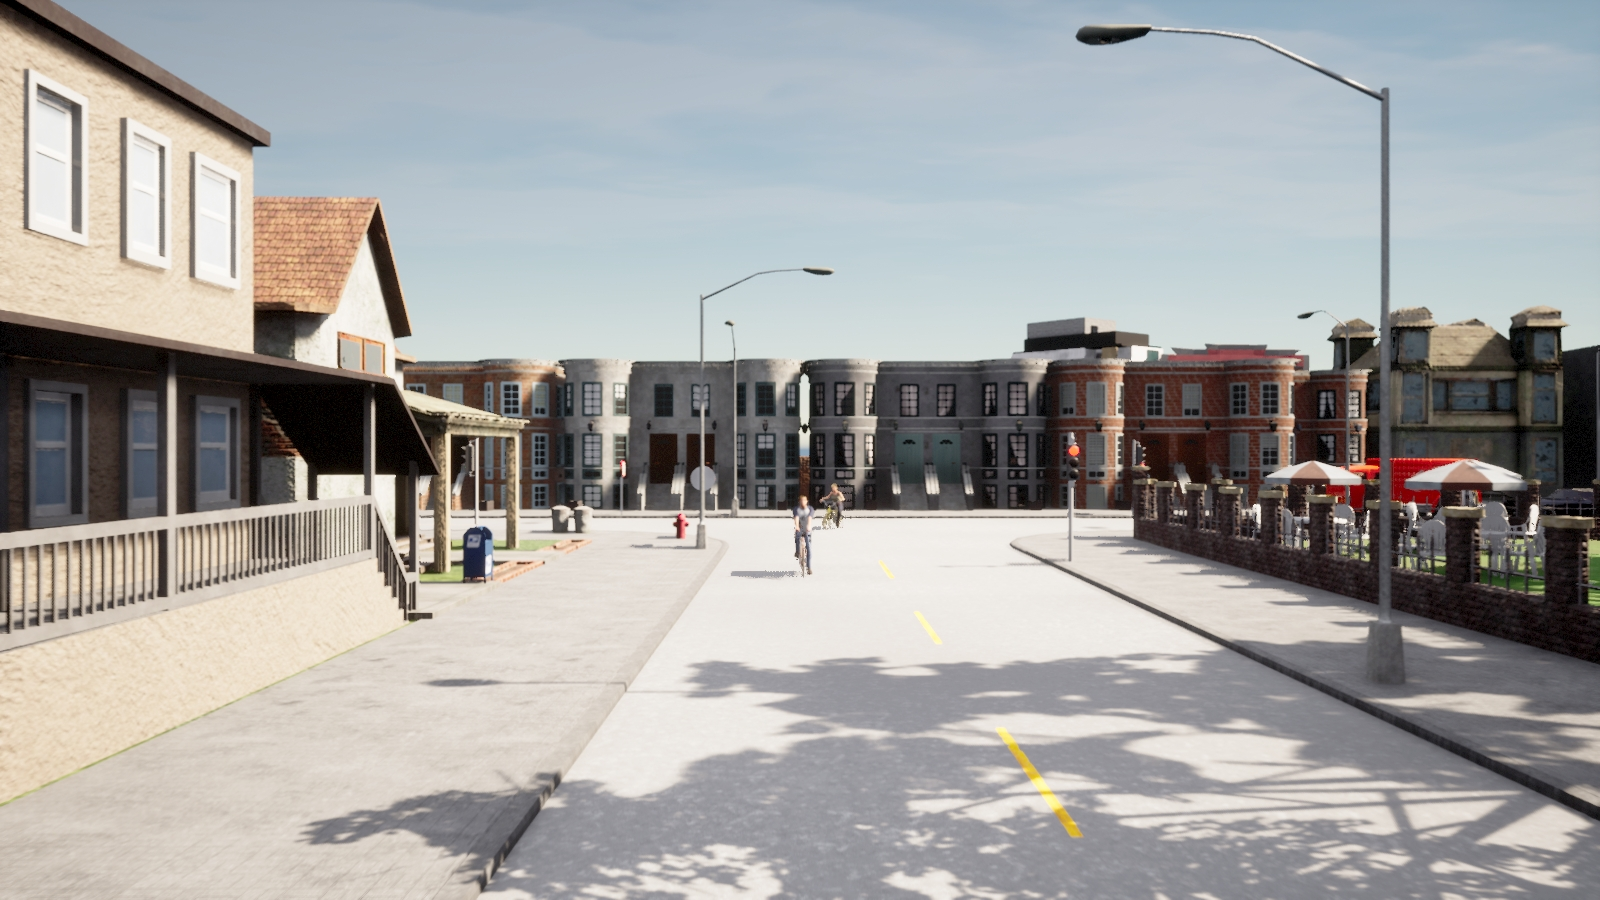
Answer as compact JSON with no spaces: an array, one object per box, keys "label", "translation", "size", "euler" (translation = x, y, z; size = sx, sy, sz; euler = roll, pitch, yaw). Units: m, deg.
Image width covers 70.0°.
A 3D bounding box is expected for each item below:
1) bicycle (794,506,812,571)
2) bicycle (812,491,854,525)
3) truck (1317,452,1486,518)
[{"label":"bicycle","translation":[0.072,1.931,25.177],"size":[0.373,1.296,1.643],"euler":[0,0,1]},{"label":"bicycle","translation":[1.154,2.029,39.952],"size":[0.859,1.080,1.487],"euler":[1,1,29]},{"label":"truck","translation":[23.386,1.337,44.575],"size":[5.204,2.467,2.627],"euler":[0,0,0]}]
